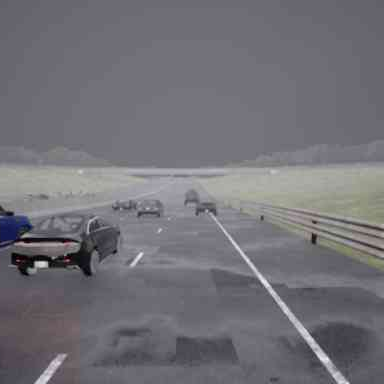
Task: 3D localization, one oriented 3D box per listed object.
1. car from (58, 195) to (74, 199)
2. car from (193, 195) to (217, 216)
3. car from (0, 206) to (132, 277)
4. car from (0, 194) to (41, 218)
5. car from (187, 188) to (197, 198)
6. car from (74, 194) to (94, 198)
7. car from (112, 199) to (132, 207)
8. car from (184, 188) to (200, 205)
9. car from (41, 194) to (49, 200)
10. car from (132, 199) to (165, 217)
[{"bbox_3d":[-21.044,1.135,56.606,1.895,1.301,4.718,0,1,1],"label":"car"},{"bbox_3d":[1.219,1.278,29.554,1.837,1.490,4.892,0,0,0],"label":"car"},{"bbox_3d":[-3.401,1.403,9.925,2.128,1.511,4.902,0,0,0],"label":"car"},{"bbox_3d":[-6.901,1.133,9.871,2.150,2.045,5.566,0,0,0],"label":"car"},{"bbox_3d":[-0.017,0.205,73.178,2.150,2.045,5.566,0,2,0],"label":"car"},{"bbox_3d":[-17.562,1.053,55.809,1.837,1.490,4.892,0,1,1],"label":"car"},{"bbox_3d":[-6.907,1.344,34.760,1.895,1.301,4.718,0,0,0],"label":"car"},{"bbox_3d":[-0.004,0.868,48.612,2.150,2.045,5.566,0,1,0],"label":"car"},{"bbox_3d":[-24.565,1.096,52.990,1.837,1.490,4.892,0,1,0],"label":"car"},{"bbox_3d":[-3.405,1.328,28.103,2.033,1.411,5.357,0,0,0],"label":"car"}]
